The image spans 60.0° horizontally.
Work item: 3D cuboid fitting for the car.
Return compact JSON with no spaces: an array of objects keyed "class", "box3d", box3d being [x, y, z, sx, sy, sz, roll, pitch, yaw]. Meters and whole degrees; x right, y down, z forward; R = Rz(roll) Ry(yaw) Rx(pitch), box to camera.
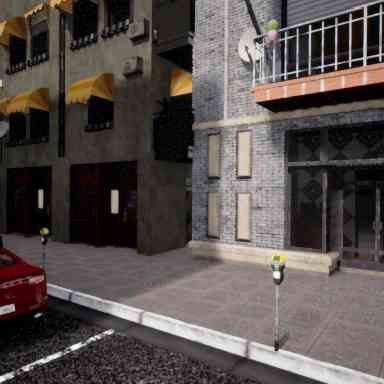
[{"class":"car","box3d":[-4.460,1.544,6.051,4.507,1.381,1.887,0,1,36]}]
